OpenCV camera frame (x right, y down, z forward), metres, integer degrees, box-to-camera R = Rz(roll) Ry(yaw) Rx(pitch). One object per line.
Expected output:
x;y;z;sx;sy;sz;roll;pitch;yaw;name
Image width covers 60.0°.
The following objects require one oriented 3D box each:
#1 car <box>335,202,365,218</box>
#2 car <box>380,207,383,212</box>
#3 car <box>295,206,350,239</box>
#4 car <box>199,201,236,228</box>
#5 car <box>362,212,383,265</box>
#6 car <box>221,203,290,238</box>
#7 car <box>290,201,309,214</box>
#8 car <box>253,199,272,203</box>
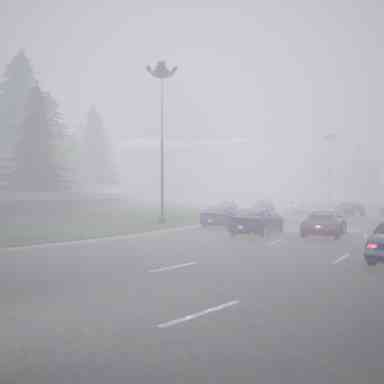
15.667;1.734;33.292;1.837;1.490;4.892;1;0;7;car
19.159;1.666;30.796;1.882;1.535;5.008;0;0;9;car
7.271;1.698;18.268;1.994;1.385;4.181;0;-1;30;car
2.238;1.684;23.379;1.882;1.535;5.008;0;0;27;car
7.137;1.618;11.235;2.033;1.411;5.357;-1;-1;36;car
3.758;1.635;18.874;1.882;1.535;5.008;0;0;32;car
12.411;1.828;39.376;1.812;1.442;4.674;0;-1;-1;car
8.823;1.696;41.895;2.097;1.767;4.553;0;0;-3;car
